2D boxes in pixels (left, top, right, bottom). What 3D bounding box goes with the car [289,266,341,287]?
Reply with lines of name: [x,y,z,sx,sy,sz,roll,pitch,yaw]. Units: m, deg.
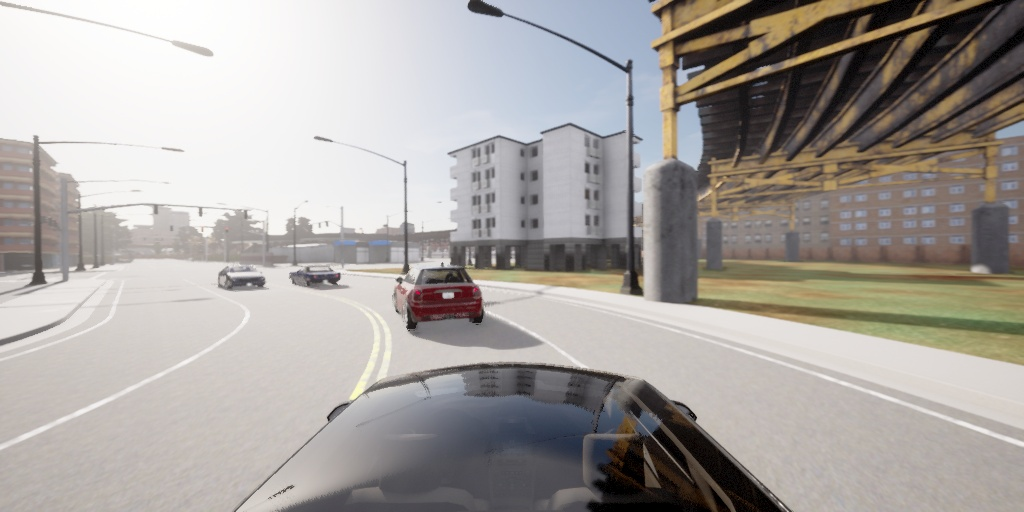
car: [-13.253,1.291,23.966,4.718,1.301,1.895,0,1,44]

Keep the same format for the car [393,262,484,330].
car: [-2.491,1.045,11.322,2.097,1.767,4.553,-1,1,-23]

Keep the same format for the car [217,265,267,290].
car: [-17.246,1.285,22.733,5.357,1.411,2.033,0,1,44]
